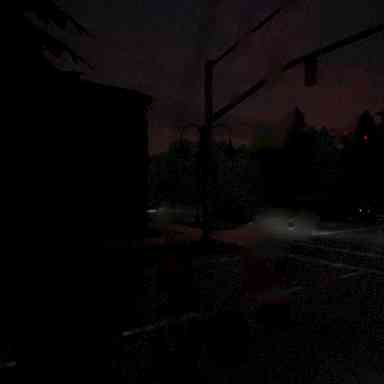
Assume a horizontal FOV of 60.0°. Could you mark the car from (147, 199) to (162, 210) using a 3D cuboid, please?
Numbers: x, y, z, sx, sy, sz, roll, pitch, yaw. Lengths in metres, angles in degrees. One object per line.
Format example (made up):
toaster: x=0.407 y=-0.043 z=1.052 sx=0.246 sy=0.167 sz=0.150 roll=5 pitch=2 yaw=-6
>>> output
car: x=-5.567 y=1.572 z=42.607 sx=1.994 sy=1.385 sz=4.181 roll=0 pitch=0 yaw=-34

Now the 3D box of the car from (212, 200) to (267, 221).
car: x=3.960 y=1.516 z=28.768 sx=1.837 sy=1.490 sz=4.892 roll=0 pitch=0 yaw=-35

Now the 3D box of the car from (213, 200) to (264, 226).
car: x=3.015 y=1.500 z=23.997 sx=2.128 sy=1.511 sz=4.902 roll=0 pitch=0 yaw=-35

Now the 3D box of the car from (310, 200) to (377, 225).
car: x=11.120 y=1.369 z=24.807 sx=2.097 sy=1.767 sz=4.553 roll=0 pitch=0 yaw=-31
